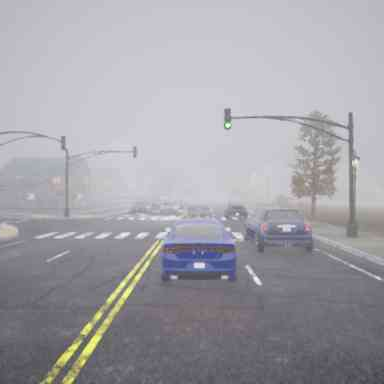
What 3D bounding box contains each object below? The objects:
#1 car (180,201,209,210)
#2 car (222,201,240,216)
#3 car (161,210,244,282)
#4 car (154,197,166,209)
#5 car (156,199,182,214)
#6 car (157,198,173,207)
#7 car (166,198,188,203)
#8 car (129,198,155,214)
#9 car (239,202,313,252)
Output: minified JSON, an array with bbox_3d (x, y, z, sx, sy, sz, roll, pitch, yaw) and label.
[{"bbox_3d":[0.473,1.646,24.216,2.033,1.411,5.357,0,0,2],"label":"car"},{"bbox_3d":[3.931,1.632,30.658,1.837,1.490,4.892,0,0,2],"label":"car"},{"bbox_3d":[0.183,1.515,9.943,1.882,1.535,5.008,0,0,0],"label":"car"},{"bbox_3d":[-5.275,1.570,47.344,2.097,1.767,4.553,0,0,3],"label":"car"},{"bbox_3d":[-2.501,1.766,37.628,1.895,1.301,4.718,0,0,3],"label":"car"},{"bbox_3d":[-4.618,1.755,57.742,1.882,1.535,5.008,0,0,4],"label":"car"},{"bbox_3d":[-2.056,1.775,46.710,1.994,1.385,4.181,0,0,3],"label":"car"},{"bbox_3d":[-5.757,1.671,37.498,1.837,1.490,4.892,0,0,2],"label":"car"},{"bbox_3d":[3.508,1.407,14.317,2.097,1.767,4.553,0,0,1],"label":"car"}]
